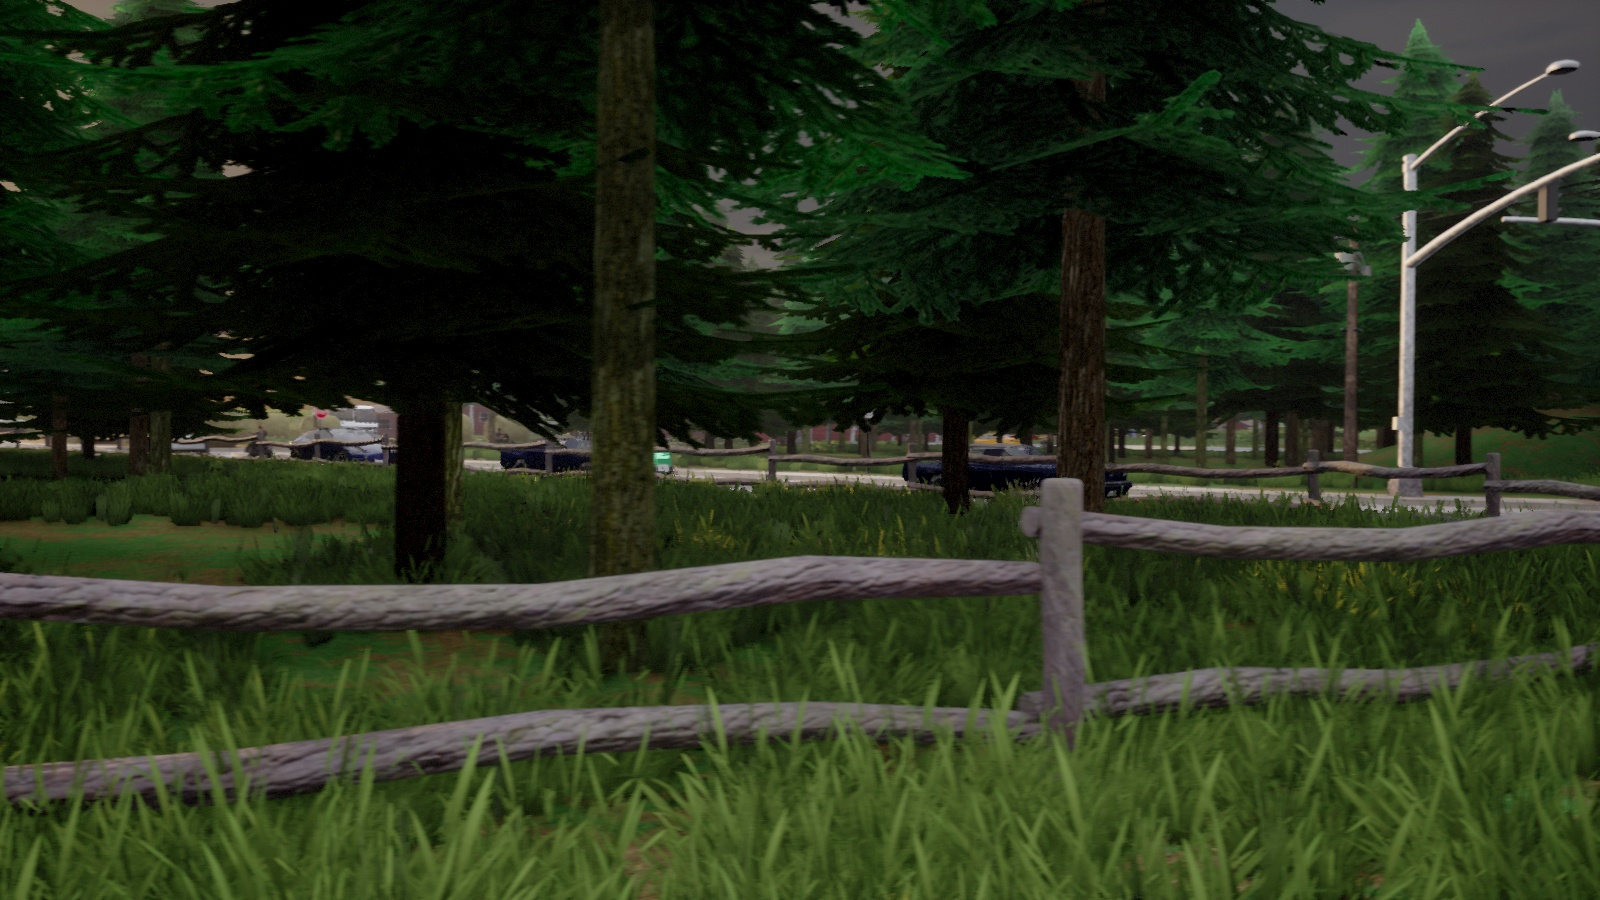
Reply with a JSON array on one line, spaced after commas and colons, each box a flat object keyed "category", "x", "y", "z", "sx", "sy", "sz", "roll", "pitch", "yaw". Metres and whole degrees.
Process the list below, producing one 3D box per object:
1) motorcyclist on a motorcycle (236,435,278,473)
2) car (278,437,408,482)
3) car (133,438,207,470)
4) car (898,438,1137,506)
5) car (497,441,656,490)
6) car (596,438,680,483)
[{"category": "motorcyclist on a motorcycle", "x": -24.004, "y": 0.176, "z": 55.494, "sx": 2.350, "sy": 1.649, "sz": 0.766, "roll": 0, "pitch": 1, "yaw": 41}, {"category": "car", "x": -16.089, "y": 0.308, "z": 44.135, "sx": 4.792, "sy": 1.488, "sz": 2.163, "roll": 0, "pitch": 1, "yaw": 40}, {"category": "car", "x": -30.902, "y": 0.182, "z": 61.592, "sx": 3.806, "sy": 1.475, "sz": 1.970, "roll": 0, "pitch": 1, "yaw": 42}, {"category": "car", "x": 4.588, "y": 0.427, "z": 26.882, "sx": 4.718, "sy": 1.301, "sz": 1.895, "roll": 0, "pitch": 1, "yaw": 39}, {"category": "car", "x": -6.475, "y": 0.418, "z": 36.119, "sx": 4.718, "sy": 1.301, "sz": 1.895, "roll": 0, "pitch": 1, "yaw": 40}, {"category": "car", "x": -5.107, "y": 0.307, "z": 39.537, "sx": 2.207, "sy": 1.376, "sz": 1.481, "roll": 0, "pitch": 1, "yaw": 40}]
